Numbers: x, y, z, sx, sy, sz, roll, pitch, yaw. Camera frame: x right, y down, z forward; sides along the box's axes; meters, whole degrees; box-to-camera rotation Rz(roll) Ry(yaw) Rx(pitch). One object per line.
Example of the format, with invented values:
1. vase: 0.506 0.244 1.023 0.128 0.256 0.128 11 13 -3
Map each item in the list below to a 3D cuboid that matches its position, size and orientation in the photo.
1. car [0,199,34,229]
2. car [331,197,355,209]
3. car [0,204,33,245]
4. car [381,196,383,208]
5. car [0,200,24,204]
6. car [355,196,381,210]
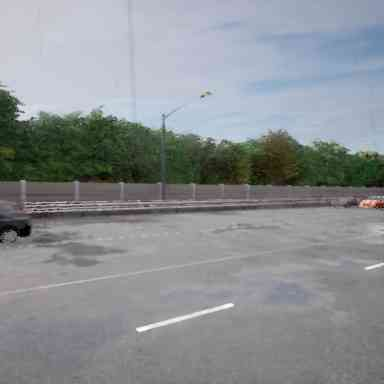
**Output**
1. car: -12.464 1.339 20.534 4.553 1.767 2.097 0 0 -37
2. car: 21.310 1.468 45.780 5.357 1.411 2.033 -2 2 -37
3. car: -9.484 1.472 14.015 5.008 1.535 1.882 0 0 -37
4. car: 24.913 1.499 39.687 4.892 1.490 1.837 0 0 -37
5. car: -10.898 1.343 17.327 4.553 1.767 2.097 0 0 -37
6. car: 23.706 1.344 43.149 4.553 1.767 2.097 0 0 -37
